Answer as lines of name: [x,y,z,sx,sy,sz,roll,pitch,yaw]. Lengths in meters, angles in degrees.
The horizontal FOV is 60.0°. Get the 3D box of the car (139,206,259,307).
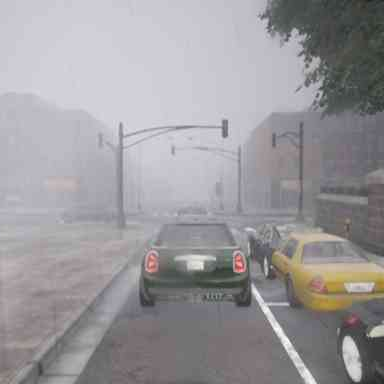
car: [0.080,1.304,8.028,2.097,1.767,4.553,0,0,0]

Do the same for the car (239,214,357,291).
car: [2.668,1.494,9.621,2.008,1.369,4.403,-1,0,0]

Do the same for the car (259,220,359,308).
car: [2.688,1.480,7.647,1.752,1.417,4.829,-1,0,0]

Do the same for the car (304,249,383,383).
car: [2.626,1.535,2.486,2.008,1.369,4.403,-1,0,0]

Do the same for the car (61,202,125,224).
car: [-6.812,1.432,23.089,4.181,1.385,1.994,0,2,1]

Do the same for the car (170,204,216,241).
car: [0.042,1.457,17.463,2.033,1.411,5.357,0,0,0]
